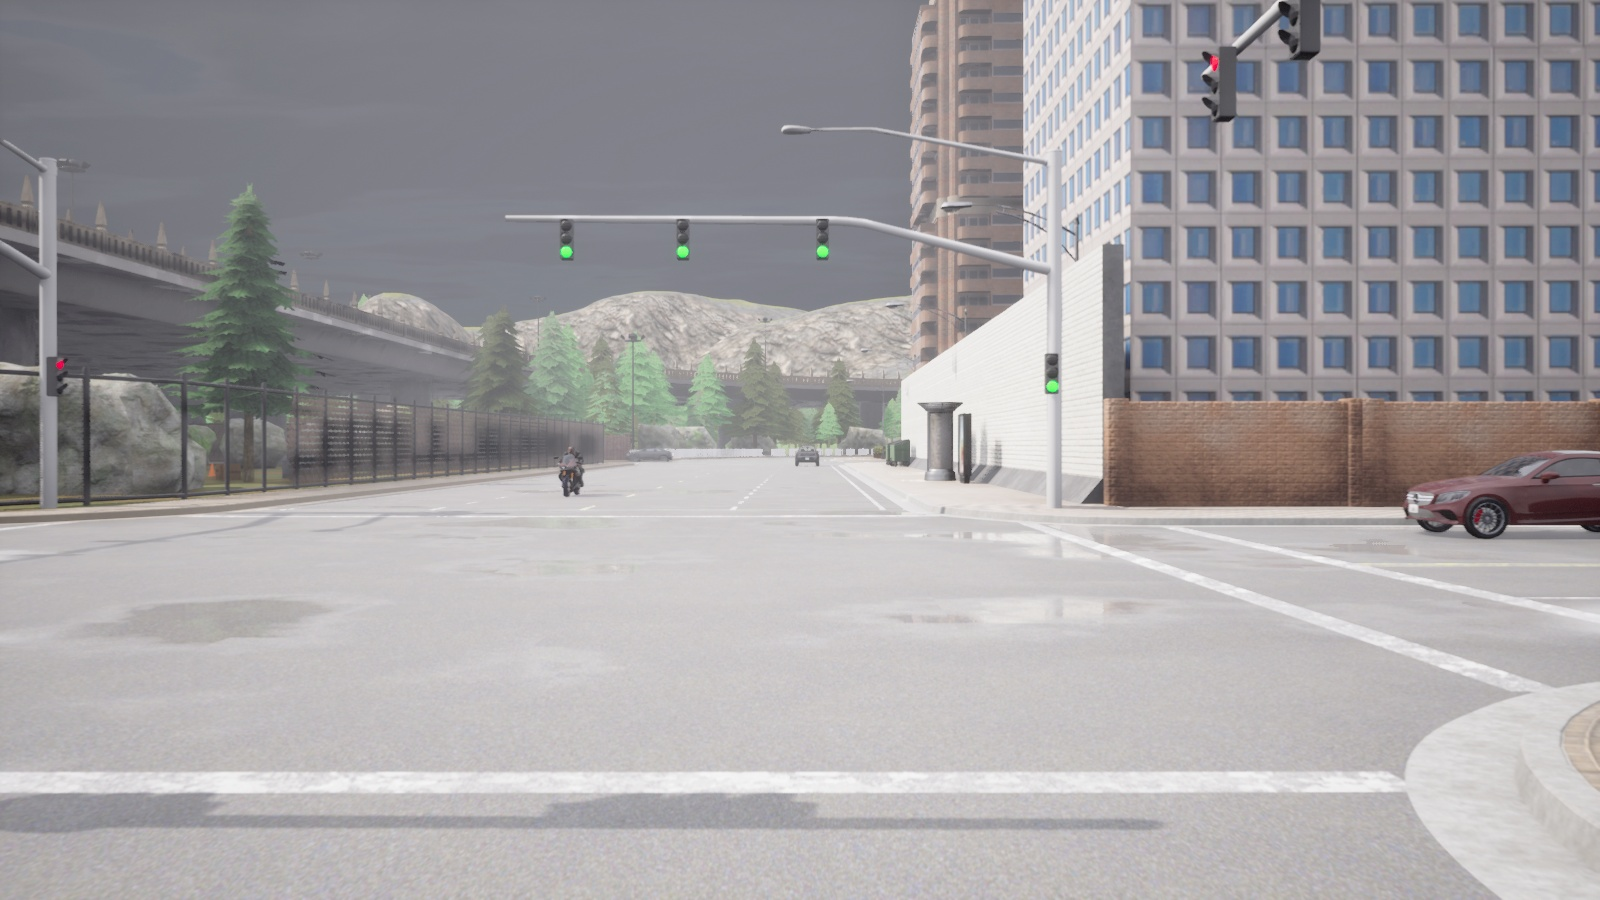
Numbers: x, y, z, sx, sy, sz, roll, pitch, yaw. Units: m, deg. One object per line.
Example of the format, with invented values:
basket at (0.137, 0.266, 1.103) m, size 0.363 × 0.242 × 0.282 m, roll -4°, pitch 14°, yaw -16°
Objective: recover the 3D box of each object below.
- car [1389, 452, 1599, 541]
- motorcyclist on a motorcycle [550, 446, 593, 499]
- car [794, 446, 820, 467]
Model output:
car at (12.787, 0.758, 21.360) m, size 4.674 × 1.442 × 1.812 m, roll 0°, pitch 0°, yaw 0°
motorcyclist on a motorcycle at (-6.774, 0.635, 37.266) m, size 0.866 × 1.530 × 2.191 m, roll 0°, pitch 0°, yaw 0°
car at (0.530, 0.418, 90.639) m, size 1.816 × 1.474 × 4.193 m, roll 0°, pitch 0°, yaw 0°
